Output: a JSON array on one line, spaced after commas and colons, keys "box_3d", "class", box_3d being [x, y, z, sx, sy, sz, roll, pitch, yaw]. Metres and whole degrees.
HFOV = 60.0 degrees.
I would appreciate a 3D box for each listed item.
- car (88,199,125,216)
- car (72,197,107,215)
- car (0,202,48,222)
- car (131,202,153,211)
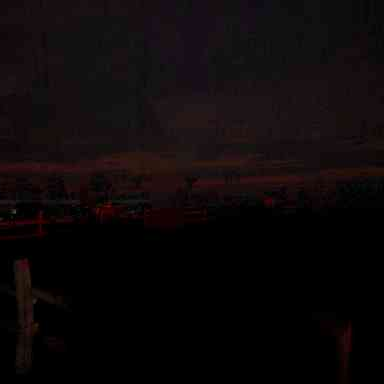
[{"box_3d": [-9.507, 1.891, 38.347, 1.882, 1.535, 5.008, -1, -1, 15], "class": "car"}, {"box_3d": [-12.078, 1.689, 40.091, 2.150, 2.045, 5.566, -1, -1, 15], "class": "car"}, {"box_3d": [-14.940, 1.660, 29.420, 2.097, 1.767, 4.553, -1, -1, 16], "class": "car"}, {"box_3d": [-8.054, 2.290, 53.726, 1.895, 1.301, 4.718, -1, -1, 17], "class": "car"}]
